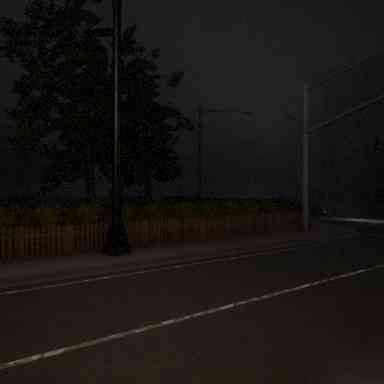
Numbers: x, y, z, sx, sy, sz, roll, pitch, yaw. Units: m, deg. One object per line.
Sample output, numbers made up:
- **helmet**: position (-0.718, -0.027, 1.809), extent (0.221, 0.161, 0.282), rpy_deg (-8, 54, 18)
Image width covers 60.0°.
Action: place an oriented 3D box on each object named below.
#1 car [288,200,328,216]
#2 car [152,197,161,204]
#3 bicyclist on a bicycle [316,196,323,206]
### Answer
- **car**: position (10.266, 1.491, 31.192), extent (2.128, 1.511, 4.902), rpy_deg (0, 0, -35)
- **car**: position (-6.608, 1.554, 55.797), extent (2.033, 1.411, 5.357), rpy_deg (0, 0, -35)
- **bicyclist on a bicycle**: position (16.101, 1.303, 42.071), extent (1.656, 1.620, 0.582), rpy_deg (0, 0, -35)
